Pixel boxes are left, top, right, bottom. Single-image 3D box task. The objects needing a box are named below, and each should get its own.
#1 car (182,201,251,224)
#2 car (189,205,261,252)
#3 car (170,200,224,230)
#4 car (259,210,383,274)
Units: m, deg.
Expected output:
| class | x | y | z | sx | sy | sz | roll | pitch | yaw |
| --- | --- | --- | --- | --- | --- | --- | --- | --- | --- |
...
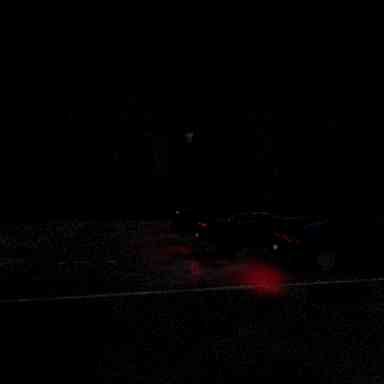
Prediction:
| class | x | y | z | sx | sy | sz | roll | pitch | yaw |
| --- | --- | --- | --- | --- | --- | --- | --- | --- | --- |
| car | 1.704 | 1.435 | 23.789 | 4.674 | 1.442 | 1.812 | 0 | 0 | -11 |
| car | 2.573 | 1.440 | 13.249 | 4.902 | 1.511 | 2.128 | 0 | 0 | -11 |
| car | 1.027 | 1.275 | 20.079 | 4.553 | 1.767 | 2.097 | 0 | 0 | -11 |
| car | 4.841 | 1.438 | 10.122 | 5.008 | 1.535 | 1.882 | 0 | 0 | -11 |
